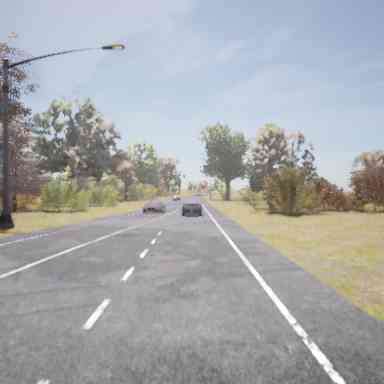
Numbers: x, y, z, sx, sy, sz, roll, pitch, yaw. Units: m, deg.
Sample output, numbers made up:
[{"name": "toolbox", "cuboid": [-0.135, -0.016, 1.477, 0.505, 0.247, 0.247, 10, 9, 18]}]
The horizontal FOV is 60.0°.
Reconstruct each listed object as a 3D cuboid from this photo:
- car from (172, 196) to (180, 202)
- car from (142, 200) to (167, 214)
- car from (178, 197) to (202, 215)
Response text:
[{"name": "car", "cuboid": [-3.508, 1.505, 75.106, 1.895, 1.301, 4.718, 0, 0, 0]}, {"name": "car", "cuboid": [-3.918, 1.545, 35.214, 1.994, 1.385, 4.181, 0, 0, 5]}, {"name": "car", "cuboid": [-0.004, 1.475, 32.960, 2.128, 1.511, 4.902, 0, 0, 0]}]
